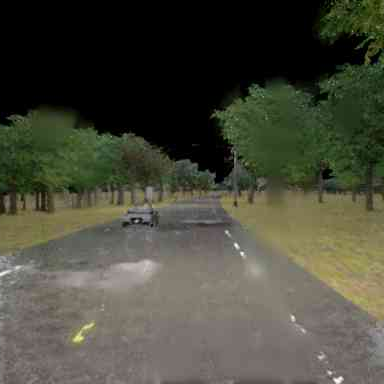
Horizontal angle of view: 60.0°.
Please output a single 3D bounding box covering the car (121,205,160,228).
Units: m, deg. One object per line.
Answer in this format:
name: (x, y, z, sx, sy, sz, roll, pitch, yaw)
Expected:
car: (-3.304, 1.570, 22.043, 1.994, 1.385, 4.181, 0, 0, 1)
